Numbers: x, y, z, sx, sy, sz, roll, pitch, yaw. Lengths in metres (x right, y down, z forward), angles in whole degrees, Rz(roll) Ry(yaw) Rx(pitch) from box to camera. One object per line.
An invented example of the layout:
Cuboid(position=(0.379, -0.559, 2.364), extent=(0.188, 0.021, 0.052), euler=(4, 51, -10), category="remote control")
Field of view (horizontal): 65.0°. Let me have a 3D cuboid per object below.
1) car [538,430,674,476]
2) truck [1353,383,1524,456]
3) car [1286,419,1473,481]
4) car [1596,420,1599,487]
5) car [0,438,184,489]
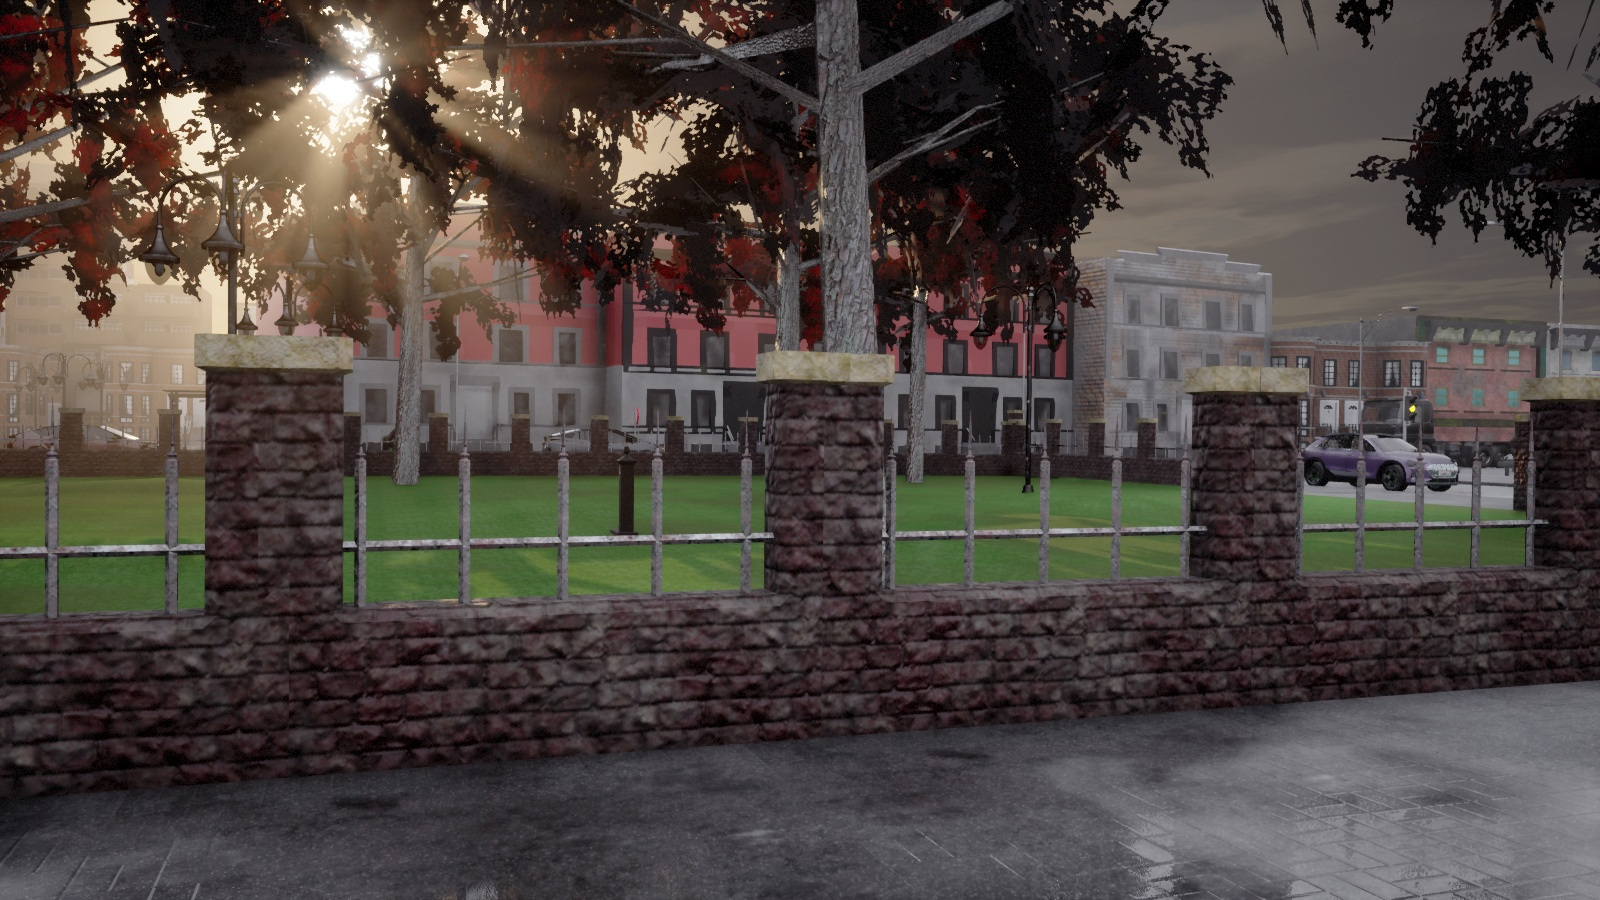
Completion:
Cuboid(position=(-6.960, 0.089, 44.948), extent=(4.514, 1.525, 2.007), euler=(-1, 1, -18), category="car")
Cuboid(position=(31.763, -1.543, 62.450), extent=(7.936, 3.462, 2.891), euler=(-1, 1, -19), category="truck")
Cuboid(position=(16.602, -0.041, 36.265), extent=(2.033, 1.649, 4.856), euler=(-1, 1, -21), category="car")
Cuboid(position=(19.865, 0.094, 26.833), extent=(2.007, 1.525, 4.514), euler=(-1, 1, -21), category="car")
Cuboid(position=(-22.266, 0.393, 39.680), extent=(4.792, 1.488, 2.163), euler=(-1, 1, -19), category="car")
